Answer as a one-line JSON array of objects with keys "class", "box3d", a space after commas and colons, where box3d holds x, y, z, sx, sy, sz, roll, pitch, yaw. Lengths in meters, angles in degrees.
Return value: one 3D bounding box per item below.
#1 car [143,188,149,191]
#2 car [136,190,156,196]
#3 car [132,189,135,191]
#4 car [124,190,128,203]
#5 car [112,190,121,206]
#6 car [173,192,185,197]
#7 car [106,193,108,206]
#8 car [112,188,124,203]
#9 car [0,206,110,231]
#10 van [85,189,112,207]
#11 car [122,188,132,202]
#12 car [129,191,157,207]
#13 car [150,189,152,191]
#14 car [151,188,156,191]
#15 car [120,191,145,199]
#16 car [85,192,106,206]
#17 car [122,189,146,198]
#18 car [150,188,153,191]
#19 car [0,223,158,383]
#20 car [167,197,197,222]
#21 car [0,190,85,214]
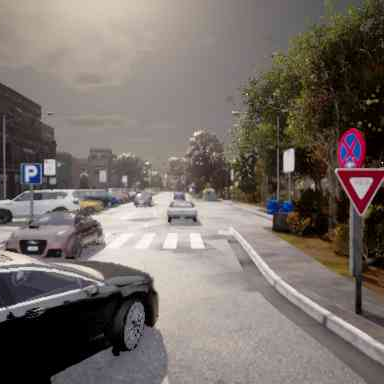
[{"class": "car", "box3d": [-11.842, 0.317, 63.654, 5.566, 2.045, 2.435, -1, 0, -22]}, {"class": "car", "box3d": [-12.926, 0.233, 93.691, 5.366, 1.575, 1.946, -1, 0, -23]}, {"class": "car", "box3d": [-11.233, 0.636, 48.638, 4.553, 1.767, 2.185, -1, 1, -22]}, {"class": "car", "box3d": [-11.027, 0.886, 42.635, 4.674, 1.452, 2.002, -1, 1, -22]}, {"class": "car", "box3d": [-10.775, 0.931, 36.629, 5.008, 1.535, 2.097, -1, 1, -22]}, {"class": "car", "box3d": [-2.077, 0.728, 54.644, 1.812, 1.442, 4.674, 0, 1, -3]}, {"class": "car", "box3d": [-10.538, 1.057, 30.632, 4.674, 1.452, 2.002, -1, 1, -22]}, {"class": "car", "box3d": [-10.939, 0.763, 39.625, 4.553, 1.767, 2.185, -1, 1, -22]}, {"class": "car", "box3d": [-4.455, 1.376, 11.378, 1.994, 1.385, 4.181, 0, 1, 1]}, {"class": "van", "box3d": [-10.768, 0.750, 33.578, 4.442, 1.987, 1.878, -1, 1, -22]}, {"class": "car", "box3d": [-11.114, 0.678, 45.640, 4.553, 1.767, 2.185, -1, 1, -22]}, {"class": "car", "box3d": [-5.548, 0.919, 38.146, 2.128, 1.511, 4.902, 0, 1, -2]}, {"class": "car", "box3d": [-12.302, 0.459, 75.644, 4.792, 1.488, 2.163, -1, 0, -22]}, {"class": "car", "box3d": [-12.841, 0.303, 87.623, 4.892, 1.521, 2.231, -1, 0, -22]}, {"class": "car", "box3d": [-11.966, 0.573, 66.633, 4.674, 1.452, 2.002, -1, 1, -22]}, {"class": "car", "box3d": [-10.232, 1.053, 27.700, 5.366, 1.575, 1.946, -1, 1, -22]}, {"class": "car", "box3d": [-12.121, 0.373, 69.623, 4.553, 1.767, 2.185, -1, 0, -22]}, {"class": "car", "box3d": [-12.455, 0.437, 78.632, 4.674, 1.452, 2.002, -1, 0, -22]}, {"class": "car", "box3d": [-2.359, 1.441, 3.834, 2.128, 1.511, 4.902, 2, 1, 33]}, {"class": "car", "box3d": [-0.688, 1.251, 22.756, 1.895, 1.301, 4.718, 0, 1, -2]}, {"class": "car", "box3d": [-10.165, 0.895, 21.602, 5.566, 2.045, 2.435, -1, 1, -23]}]
